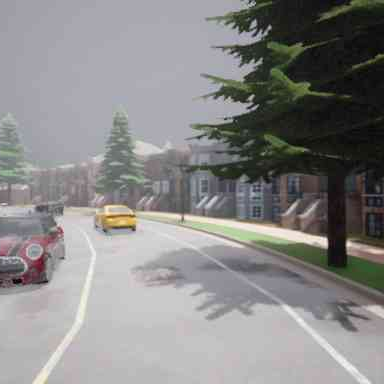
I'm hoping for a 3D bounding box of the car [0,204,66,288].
[{"bbox_3d":[-4.918,1.409,9.432,2.097,1.767,4.553,-1,0,-14],"label":"car"}]

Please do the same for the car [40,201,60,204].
[{"bbox_3d":[-15.348,1.683,35.761,2.128,1.511,4.902,0,0,-40],"label":"car"}]

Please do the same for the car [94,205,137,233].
[{"bbox_3d":[-4.814,1.555,20.512,1.882,1.535,5.008,0,0,-24],"label":"car"}]
